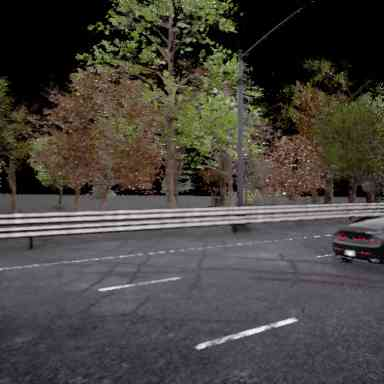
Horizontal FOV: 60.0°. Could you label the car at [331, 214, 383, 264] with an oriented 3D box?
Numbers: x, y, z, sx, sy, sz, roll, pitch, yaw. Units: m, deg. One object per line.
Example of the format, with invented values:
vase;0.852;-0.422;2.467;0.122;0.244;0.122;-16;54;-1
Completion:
car;6.579;1.489;10.694;4.892;1.490;1.837;0;0;-31
